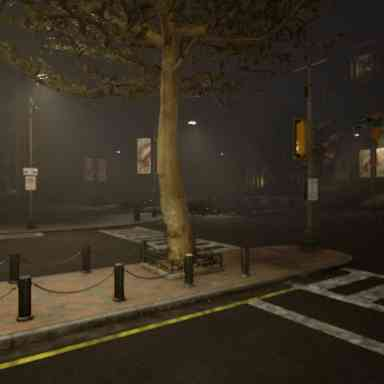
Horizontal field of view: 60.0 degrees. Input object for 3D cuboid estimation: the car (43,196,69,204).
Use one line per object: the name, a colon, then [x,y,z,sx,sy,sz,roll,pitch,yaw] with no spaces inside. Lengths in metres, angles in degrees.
car: [-26.334,1.523,64.188,5.357,1.411,2.033,0,0,26]

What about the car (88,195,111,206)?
car: [-14.912,1.533,54.705,1.994,1.385,4.181,0,0,-40]

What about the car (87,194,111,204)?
car: [-17.347,1.317,62.150,4.553,1.767,2.097,0,0,40]

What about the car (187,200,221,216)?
car: [0.860,1.493,32.864,1.812,1.442,4.674,0,0,-35]

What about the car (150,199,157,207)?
car: [-6.980,1.526,49.824,1.994,1.385,4.181,0,0,-36]

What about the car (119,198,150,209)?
car: [-8.275,1.516,45.681,2.033,1.411,5.357,0,0,-35]
